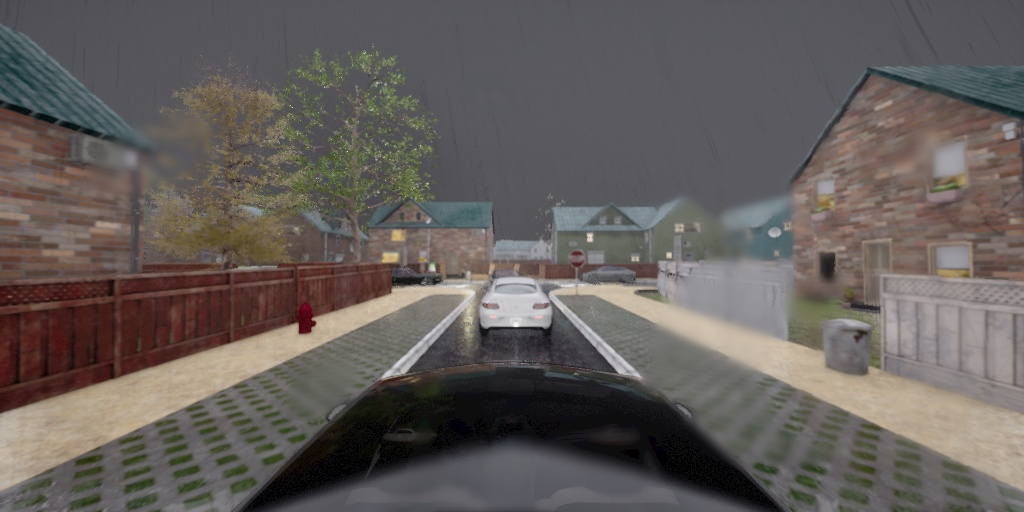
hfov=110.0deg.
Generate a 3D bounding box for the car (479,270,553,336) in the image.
[{"bbox_3d":[0.102,1.304,10.390,1.812,1.442,4.674,0,0,0],"label":"car"}]

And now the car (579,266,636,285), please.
[{"bbox_3d":[7.129,1.409,26.978,4.181,1.385,1.994,0,-2,1],"label":"car"}]

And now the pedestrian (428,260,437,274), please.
[{"bbox_3d":[-6.704,1.197,30.079,0.375,1.860,0.375,0,-1,1],"label":"pedestrian"}]

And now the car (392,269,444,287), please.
[{"bbox_3d":[-7.042,1.495,24.212,4.718,1.301,1.895,-1,-2,1],"label":"car"}]
